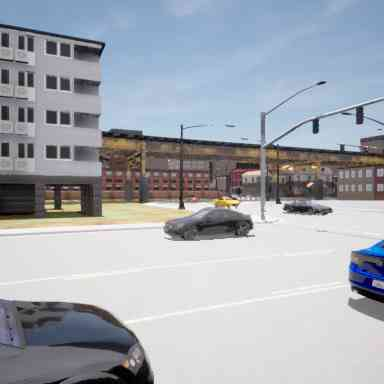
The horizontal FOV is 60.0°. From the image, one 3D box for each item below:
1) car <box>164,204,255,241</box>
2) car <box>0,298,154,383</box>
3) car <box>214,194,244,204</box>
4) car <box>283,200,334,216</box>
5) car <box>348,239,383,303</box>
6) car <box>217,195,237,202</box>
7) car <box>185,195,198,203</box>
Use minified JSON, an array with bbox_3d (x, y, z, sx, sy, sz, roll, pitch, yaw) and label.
[{"bbox_3d":[0.915,1.526,16.532,4.674,1.442,1.812,0,0,-25],"label":"car"},{"bbox_3d":[-2.428,1.564,2.750,4.181,1.385,1.994,0,0,-32],"label":"car"},{"bbox_3d":[4.904,1.478,47.251,1.882,1.535,5.008,0,1,-25],"label":"car"},{"bbox_3d":[11.504,1.547,33.377,2.033,1.411,5.357,0,0,-26],"label":"car"},{"bbox_3d":[5.550,1.478,6.903,5.008,1.535,1.882,0,0,-25],"label":"car"},{"bbox_3d":[8.259,1.540,78.709,2.033,1.411,5.357,0,0,40],"label":"car"},{"bbox_3d":[-0.091,1.351,68.651,2.097,1.767,4.553,0,0,9],"label":"car"}]
